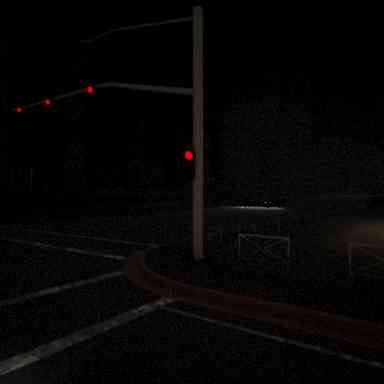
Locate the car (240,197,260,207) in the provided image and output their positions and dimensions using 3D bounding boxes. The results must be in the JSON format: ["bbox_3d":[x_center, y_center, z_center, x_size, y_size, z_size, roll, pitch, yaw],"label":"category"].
[{"bbox_3d":[8.932,1.462,49.931,1.812,1.442,4.674,0,0,36],"label":"car"}]

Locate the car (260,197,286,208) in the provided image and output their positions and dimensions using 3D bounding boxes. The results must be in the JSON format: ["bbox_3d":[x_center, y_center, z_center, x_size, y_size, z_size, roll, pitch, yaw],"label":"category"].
[{"bbox_3d":[12.131,1.443,48.376,1.837,1.490,4.892,0,0,36],"label":"car"}]
